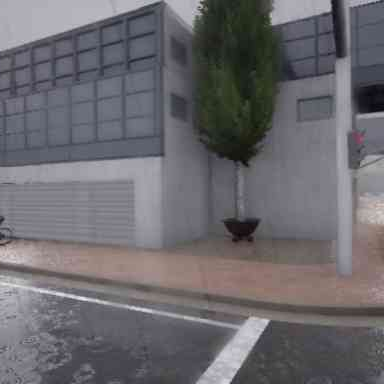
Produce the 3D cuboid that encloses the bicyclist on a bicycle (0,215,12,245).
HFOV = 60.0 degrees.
[{"bbox_3d":[-7.644,1.299,12.684,0.582,1.620,1.656,-1,1,28],"label":"bicyclist on a bicycle"}]
